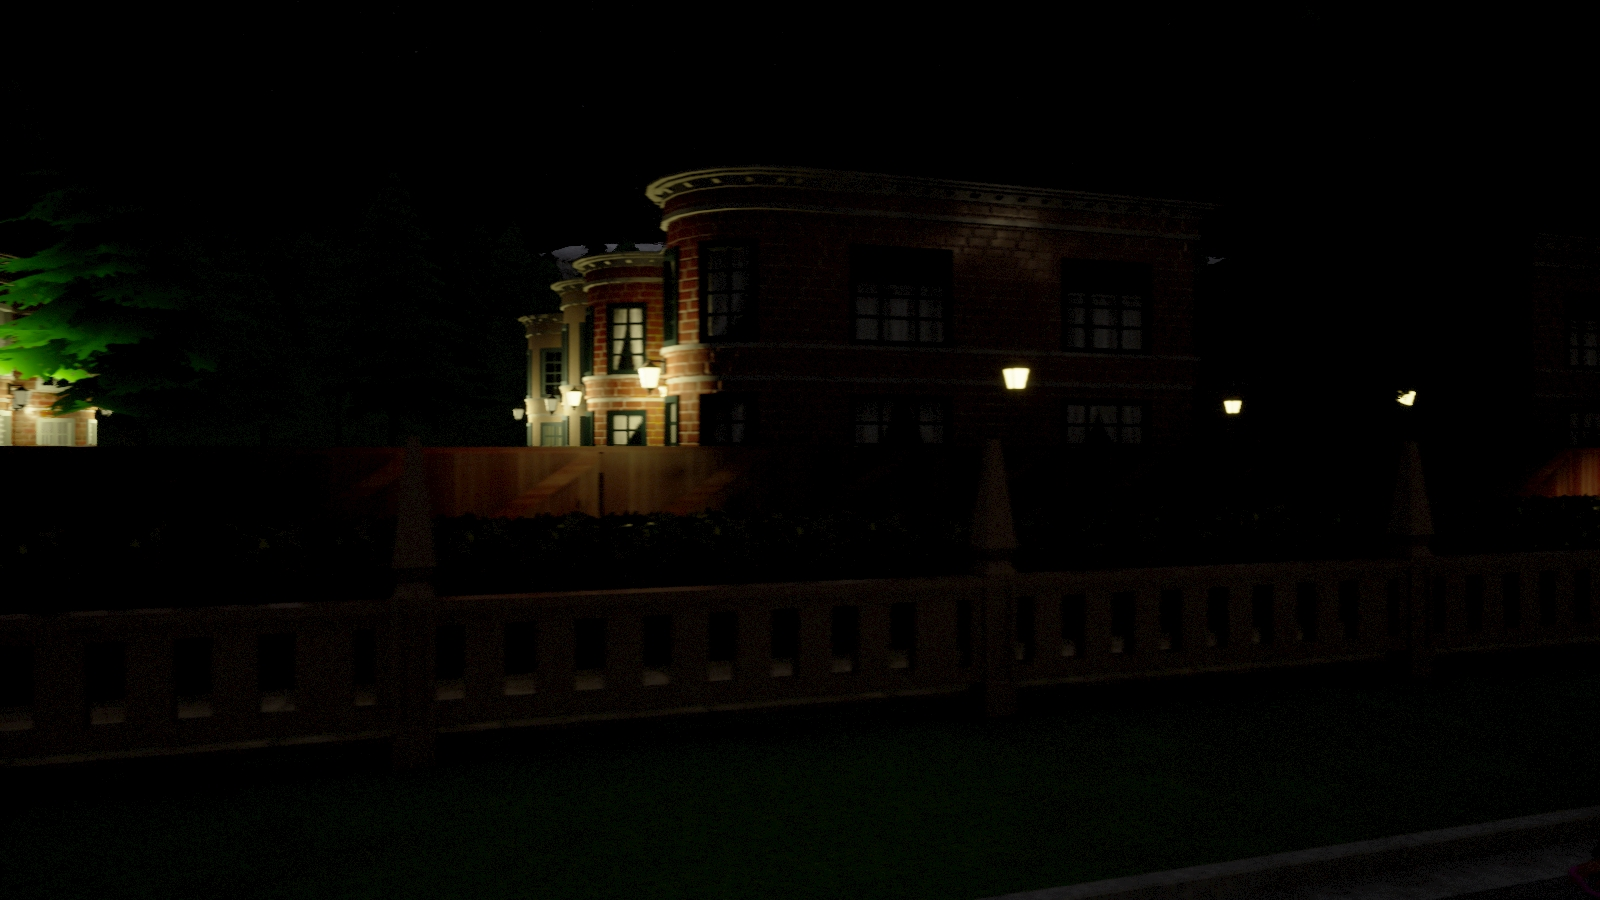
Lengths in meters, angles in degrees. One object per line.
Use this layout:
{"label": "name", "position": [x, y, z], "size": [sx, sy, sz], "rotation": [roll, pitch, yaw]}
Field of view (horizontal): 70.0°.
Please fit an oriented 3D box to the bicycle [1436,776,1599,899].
{"label": "bicycle", "position": [3.331, 2.063, 4.503], "size": [1.835, 1.471, 0.329], "rotation": [0, 0, -20]}
